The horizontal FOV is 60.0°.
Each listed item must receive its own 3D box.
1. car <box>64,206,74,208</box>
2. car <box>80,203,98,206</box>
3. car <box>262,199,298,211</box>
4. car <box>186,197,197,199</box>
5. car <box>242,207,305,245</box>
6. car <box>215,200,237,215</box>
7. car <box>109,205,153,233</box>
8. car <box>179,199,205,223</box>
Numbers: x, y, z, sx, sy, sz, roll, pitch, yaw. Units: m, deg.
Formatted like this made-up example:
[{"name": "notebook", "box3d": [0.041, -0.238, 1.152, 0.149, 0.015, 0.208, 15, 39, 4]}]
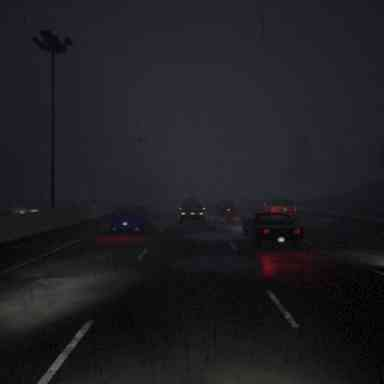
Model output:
[{"name": "car", "box3d": [-17.731, 1.507, 46.155, 2.128, 1.511, 4.902, 0, 0, 0]}, {"name": "car", "box3d": [-14.232, 1.615, 45.962, 1.895, 1.301, 4.718, 0, 0, 0]}, {"name": "car", "box3d": [7.015, 1.351, 27.172, 2.097, 1.767, 4.553, 0, 0, 0]}, {"name": "car", "box3d": [-0.034, 1.357, 41.951, 2.097, 1.767, 4.553, 0, 0, 0]}, {"name": "car", "box3d": [3.552, 1.601, 15.477, 1.895, 1.301, 4.718, 0, 0, 0]}, {"name": "car", "box3d": [3.494, 1.528, 33.979, 1.812, 1.442, 4.674, 0, 0, 0]}, {"name": "car", "box3d": [-3.461, 1.482, 19.591, 1.882, 1.535, 5.008, 0, 0, 0]}, {"name": "car", "box3d": [0.016, 1.548, 25.601, 2.033, 1.411, 5.357, 0, 0, 0]}]
